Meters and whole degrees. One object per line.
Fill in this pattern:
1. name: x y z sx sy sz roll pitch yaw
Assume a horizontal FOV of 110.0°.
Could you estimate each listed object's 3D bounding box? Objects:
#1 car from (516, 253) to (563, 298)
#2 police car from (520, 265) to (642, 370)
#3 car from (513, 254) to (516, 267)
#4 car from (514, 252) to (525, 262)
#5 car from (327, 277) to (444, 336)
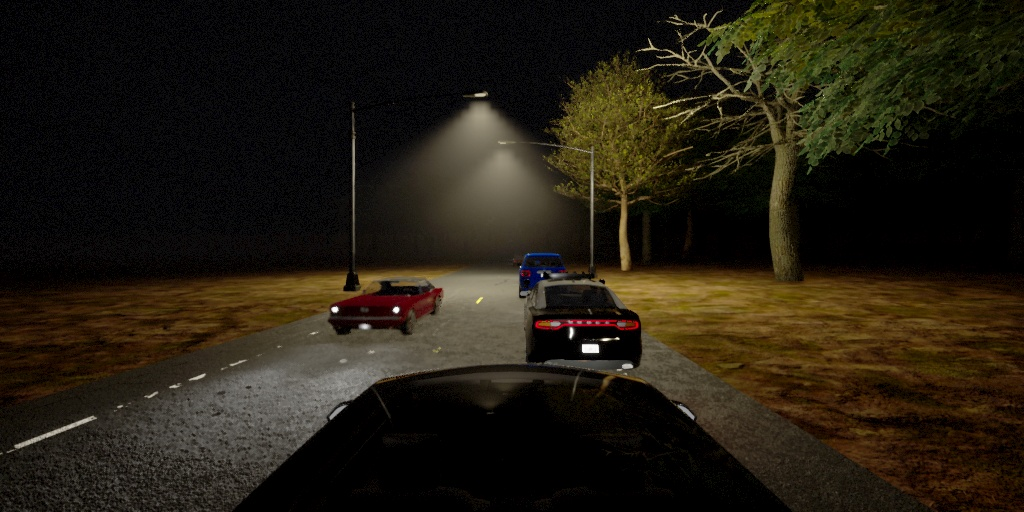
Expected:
1. car: 1.425 0.889 17.800 2.150 2.045 5.566 0 1 1
2. police car: 1.215 1.159 7.887 1.930 1.638 5.238 0 0 1
3. car: 1.069 0.677 49.636 2.033 1.411 5.357 0 2 2
4. car: 1.315 0.188 62.302 1.837 1.490 4.892 0 2 1
5. car: -3.381 1.322 10.531 1.895 1.301 4.718 0 0 1
